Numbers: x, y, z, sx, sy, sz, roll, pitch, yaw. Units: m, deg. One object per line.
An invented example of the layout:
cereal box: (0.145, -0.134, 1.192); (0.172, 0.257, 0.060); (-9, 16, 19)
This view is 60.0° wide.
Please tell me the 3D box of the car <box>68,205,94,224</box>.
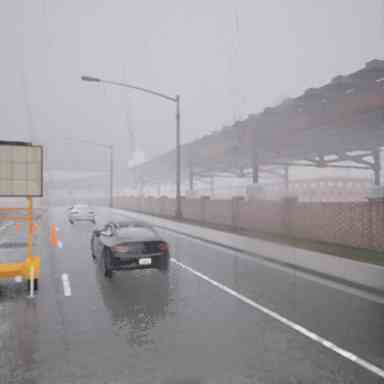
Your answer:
car: (-9.072, 1.760, 27.241); (1.812, 1.442, 4.674); (0, -1, -23)

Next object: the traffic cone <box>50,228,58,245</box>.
traffic cone: (-6.310, 2.084, 15.200); (0.340, 0.580, 0.340); (0, -1, -23)

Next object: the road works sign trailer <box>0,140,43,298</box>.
road works sign trailer: (-4.967, 0.530, 8.184); (2.380, 3.560, 2.880); (0, -1, -23)

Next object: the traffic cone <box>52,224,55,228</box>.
traffic cone: (-7.084, 2.099, 17.044); (0.340, 0.580, 0.340); (0, -1, -23)

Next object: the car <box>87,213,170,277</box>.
car: (-2.085, 1.621, 10.604); (1.812, 1.442, 4.674); (0, -1, -23)
